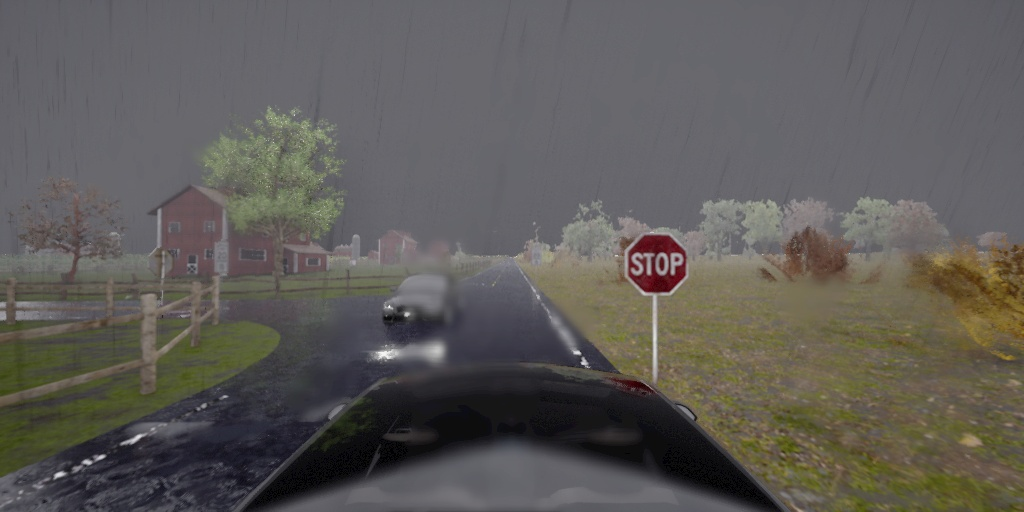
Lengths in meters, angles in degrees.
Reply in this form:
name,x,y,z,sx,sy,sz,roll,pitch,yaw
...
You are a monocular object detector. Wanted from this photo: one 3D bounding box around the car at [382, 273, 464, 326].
name,x,y,z,sx,sy,sz,roll,pitch,yaw
car,-2.758,1.339,12.004,1.837,1.490,4.892,0,-1,0
